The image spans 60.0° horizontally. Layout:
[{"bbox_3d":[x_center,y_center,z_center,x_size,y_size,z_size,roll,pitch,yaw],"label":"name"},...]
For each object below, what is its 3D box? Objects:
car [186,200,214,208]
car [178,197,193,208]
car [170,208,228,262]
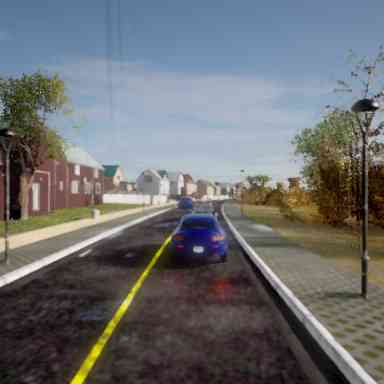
[{"bbox_3d":[0.841,1.562,26.234,1.895,1.301,4.718,0,0,4],"label":"car"},{"bbox_3d":[-0.745,1.454,44.204,1.882,1.535,5.008,0,0,5],"label":"car"},{"bbox_3d":[0.263,1.505,11.975,1.812,1.442,4.674,0,0,2],"label":"car"}]
